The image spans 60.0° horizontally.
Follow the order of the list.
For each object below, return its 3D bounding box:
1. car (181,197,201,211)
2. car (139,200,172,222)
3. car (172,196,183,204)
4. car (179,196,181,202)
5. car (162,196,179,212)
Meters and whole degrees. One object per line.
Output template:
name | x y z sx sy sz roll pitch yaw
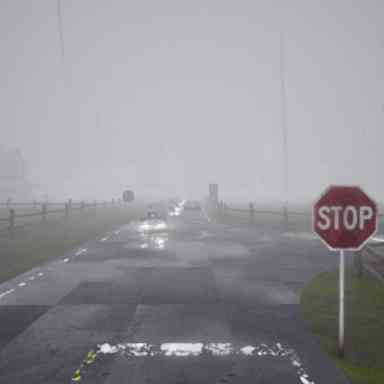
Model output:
car | 0.030 1.533 39.572 1.994 1.385 4.181 0 0 0
car | -2.894 1.548 26.193 1.994 1.385 4.181 0 0 0
car | -2.869 1.493 64.914 1.994 1.385 4.181 0 0 0
car | -2.924 1.555 49.625 1.895 1.301 4.718 0 0 0
car | -2.913 1.518 38.876 2.033 1.411 5.357 0 0 0
